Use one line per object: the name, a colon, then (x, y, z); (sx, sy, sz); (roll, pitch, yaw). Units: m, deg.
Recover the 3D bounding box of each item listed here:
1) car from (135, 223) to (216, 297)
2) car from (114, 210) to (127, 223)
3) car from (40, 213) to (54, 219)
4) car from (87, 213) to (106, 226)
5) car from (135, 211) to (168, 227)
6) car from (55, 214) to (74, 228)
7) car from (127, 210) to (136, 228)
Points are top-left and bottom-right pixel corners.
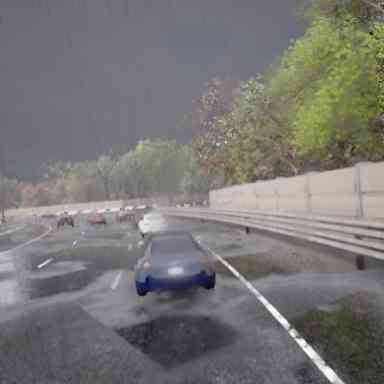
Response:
car: (-0.590, 1.831, 9.573); (1.994, 1.385, 4.181); (-4, -1, -6)
car: (-8.538, 3.032, 42.111); (1.812, 1.442, 4.674); (-4, -1, -22)
car: (-35.535, 5.832, 81.654); (4.674, 1.442, 1.812); (-5, -2, 43)
car: (-11.709, 3.278, 40.622); (1.994, 1.385, 4.181); (-4, -1, -21)
car: (-2.741, 2.225, 23.229); (1.812, 1.442, 4.674); (-4, -1, -12)
car: (-15.478, 3.502, 40.563); (1.837, 1.490, 4.892); (-4, -1, -23)
car: (-4.713, 2.560, 31.592); (2.033, 1.411, 5.357); (-4, -1, -14)
